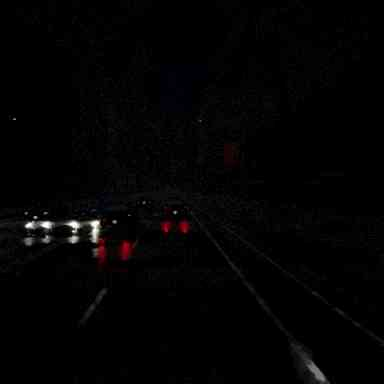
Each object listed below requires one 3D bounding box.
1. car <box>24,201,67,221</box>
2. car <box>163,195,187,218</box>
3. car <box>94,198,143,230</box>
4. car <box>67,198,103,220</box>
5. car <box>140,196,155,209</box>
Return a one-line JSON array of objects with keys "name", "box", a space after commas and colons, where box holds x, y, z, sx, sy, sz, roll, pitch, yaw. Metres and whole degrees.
[{"name": "car", "box": [-11.299, 1.395, 26.324, 2.033, 1.411, 5.357, -1, 1, -3]}, {"name": "car", "box": [-1.335, 1.237, 26.282, 1.812, 1.442, 4.674, -1, 1, -3]}, {"name": "car", "box": [-4.207, 1.350, 19.767, 1.812, 1.442, 4.674, -1, 1, -3]}, {"name": "car", "box": [-8.065, 1.277, 26.695, 1.882, 1.535, 5.008, -1, 1, -3]}, {"name": "car", "box": [-5.269, 1.193, 38.052, 2.033, 1.411, 5.357, -1, 1, -3]}]
